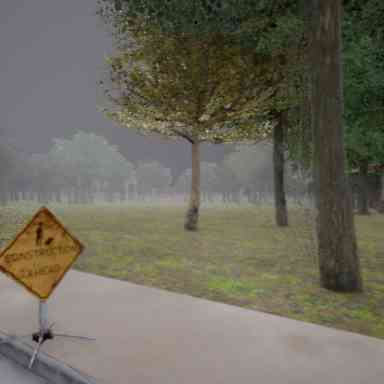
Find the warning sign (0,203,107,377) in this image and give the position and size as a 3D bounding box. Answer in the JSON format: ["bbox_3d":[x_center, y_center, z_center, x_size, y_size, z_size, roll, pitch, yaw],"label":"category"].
[{"bbox_3d":[-2.023,1.115,4.505,1.060,1.860,1.300,0,0,35],"label":"warning sign"}]
